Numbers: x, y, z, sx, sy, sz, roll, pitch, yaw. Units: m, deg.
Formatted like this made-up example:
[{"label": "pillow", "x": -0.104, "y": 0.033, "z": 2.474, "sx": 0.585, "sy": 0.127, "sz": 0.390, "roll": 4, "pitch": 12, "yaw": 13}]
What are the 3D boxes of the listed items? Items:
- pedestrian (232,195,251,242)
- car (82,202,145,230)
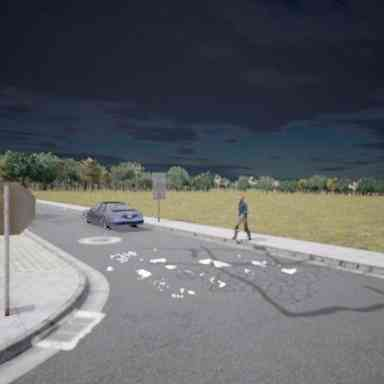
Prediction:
[{"label": "pedestrian", "x": 1.916, "y": 0.990, "z": 12.797, "sx": 0.375, "sy": 1.860, "sz": 0.375, "roll": 1, "pitch": 0, "yaw": -36}, {"label": "car", "x": -4.646, "y": 1.267, "z": 19.058, "sx": 2.033, "sy": 1.411, "sz": 5.357, "roll": 0, "pitch": 1, "yaw": -36}]
